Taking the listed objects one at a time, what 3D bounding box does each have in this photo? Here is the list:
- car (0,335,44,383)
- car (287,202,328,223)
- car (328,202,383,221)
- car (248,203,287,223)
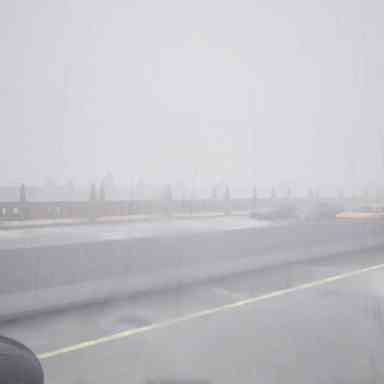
[{"bbox_3d":[-3.306,1.478,1.388,5.008,1.535,1.882,0,0,-36],"label":"car"},{"bbox_3d":[9.324,1.492,23.545,4.902,1.511,2.128,0,0,-36],"label":"car"},{"bbox_3d":[10.704,1.478,20.230,5.008,1.535,1.882,0,0,-35],"label":"car"},{"bbox_3d":[6.890,1.548,26.110,5.357,1.411,2.033,0,0,-36],"label":"car"}]
